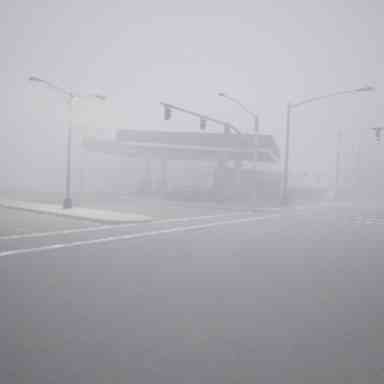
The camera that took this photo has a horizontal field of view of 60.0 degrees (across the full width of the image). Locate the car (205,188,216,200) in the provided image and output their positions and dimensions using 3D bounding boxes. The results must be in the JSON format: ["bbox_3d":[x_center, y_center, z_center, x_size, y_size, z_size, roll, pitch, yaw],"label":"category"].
[{"bbox_3d":[1.508,0.261,43.275,3.806,1.475,1.970,3,2,37],"label":"car"}]

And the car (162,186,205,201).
[{"bbox_3d":[-1.317,0.144,38.214,4.611,1.667,2.242,3,2,37],"label":"car"}]
